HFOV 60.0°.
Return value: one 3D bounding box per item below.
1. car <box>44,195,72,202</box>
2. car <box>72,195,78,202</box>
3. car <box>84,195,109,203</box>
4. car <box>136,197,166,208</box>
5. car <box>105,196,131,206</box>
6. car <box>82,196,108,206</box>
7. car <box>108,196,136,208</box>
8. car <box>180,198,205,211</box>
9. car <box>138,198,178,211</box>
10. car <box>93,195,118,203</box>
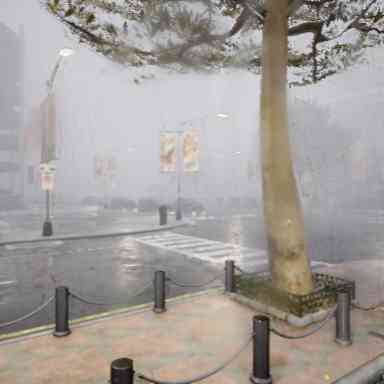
[{"bbox_3d":[-28.755,1.416,70.446,5.008,1.535,1.882,0,0,12],"label":"car"},{"bbox_3d":[-27.795,1.426,73.811,4.892,1.490,1.837,0,0,12],"label":"car"},{"bbox_3d":[-19.220,1.460,66.591,5.008,1.535,1.882,0,0,30],"label":"car"},{"bbox_3d":[-6.071,1.527,48.697,2.033,1.411,5.357,0,0,-36],"label":"car"},{"bbox_3d":[-12.667,1.459,56.813,1.882,1.535,5.008,0,0,-45],"label":"car"},{"bbox_3d":[-16.565,1.491,55.672,4.892,1.490,1.837,0,0,42],"label":"car"},{"bbox_3d":[-9.868,1.461,47.912,1.882,1.535,5.008,0,0,-37],"label":"car"},{"bbox_3d":[-0.416,1.484,40.759,1.837,1.490,4.892,0,0,-36],"label":"car"},{"bbox_3d":[-4.261,1.530,40.156,2.033,1.411,5.357,0,0,-35],"label":"car"},{"bbox_3d":[-18.198,1.505,70.004,4.902,1.511,2.128,0,0,26],"label":"car"}]
